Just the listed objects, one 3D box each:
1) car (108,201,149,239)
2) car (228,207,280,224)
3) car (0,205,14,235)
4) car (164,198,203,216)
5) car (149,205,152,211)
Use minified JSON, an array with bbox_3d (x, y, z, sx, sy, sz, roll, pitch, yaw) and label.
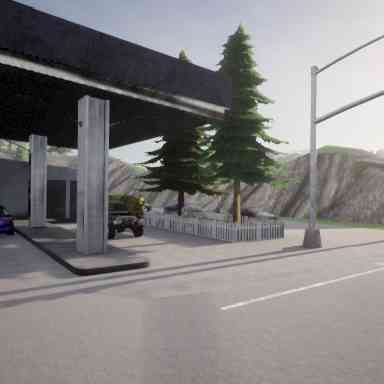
[{"bbox_3d":[-4.272,1.448,18.380,1.905,1.878,3.866,1,0,-35],"label":"car"},{"bbox_3d":[4.523,1.816,24.869,1.994,1.385,4.181,1,0,-35],"label":"car"},{"bbox_3d":[-11.400,1.524,18.656,2.242,1.667,4.611,1,0,-35],"label":"car"},{"bbox_3d":[-0.884,1.542,32.706,2.097,1.767,4.553,1,0,-35],"label":"car"},{"bbox_3d":[-6.918,1.667,41.451,2.033,1.411,5.357,1,0,-35],"label":"car"}]
